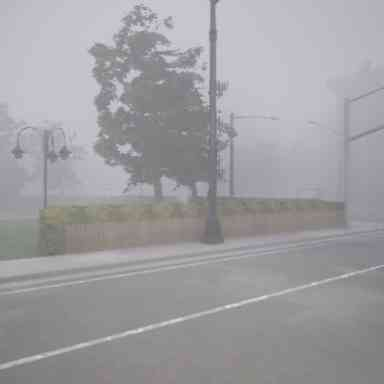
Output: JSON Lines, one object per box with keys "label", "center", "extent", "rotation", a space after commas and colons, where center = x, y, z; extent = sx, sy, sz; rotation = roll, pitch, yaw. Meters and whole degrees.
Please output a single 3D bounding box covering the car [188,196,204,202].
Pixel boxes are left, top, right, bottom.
{"label": "car", "center": [1.286, 1.396, 51.613], "extent": [2.097, 1.767, 4.553], "rotation": [0, 0, -34]}
